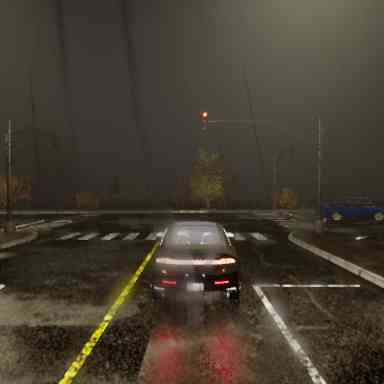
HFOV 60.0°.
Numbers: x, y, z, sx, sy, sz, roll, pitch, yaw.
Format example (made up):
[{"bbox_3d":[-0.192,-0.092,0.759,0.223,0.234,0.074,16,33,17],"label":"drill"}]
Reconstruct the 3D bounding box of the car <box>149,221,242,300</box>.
[{"bbox_3d":[0.085,1.486,8.385,2.128,1.511,4.902,0,0,1],"label":"car"}]

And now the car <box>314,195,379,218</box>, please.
[{"bbox_3d":[13.149,1.221,28.487,4.553,1.767,2.097,0,1,-1],"label":"car"}]

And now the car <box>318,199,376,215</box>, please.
[{"bbox_3d":[14.753,1.417,31.768,4.718,1.301,1.895,0,1,-2],"label":"car"}]

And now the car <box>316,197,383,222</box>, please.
[{"bbox_3d":[11.971,1.398,25.093,5.008,1.535,1.882,0,1,1],"label":"car"}]
